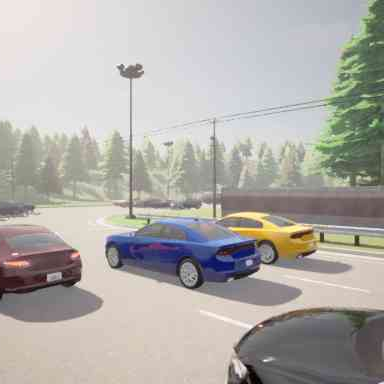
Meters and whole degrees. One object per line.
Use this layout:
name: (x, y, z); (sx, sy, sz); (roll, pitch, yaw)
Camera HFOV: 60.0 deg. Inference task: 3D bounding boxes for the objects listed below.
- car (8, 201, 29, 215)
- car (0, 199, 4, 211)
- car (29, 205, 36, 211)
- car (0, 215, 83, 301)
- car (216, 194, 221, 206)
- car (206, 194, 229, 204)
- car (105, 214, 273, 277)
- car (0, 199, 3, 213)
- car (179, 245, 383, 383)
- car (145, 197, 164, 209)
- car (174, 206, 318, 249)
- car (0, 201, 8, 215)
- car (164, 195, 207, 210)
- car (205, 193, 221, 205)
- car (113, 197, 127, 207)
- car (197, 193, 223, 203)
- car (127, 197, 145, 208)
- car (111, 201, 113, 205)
car: (-17.525, 1.527, 29.621); (1.812, 1.442, 4.674); (0, 0, 43)
car: (-24.087, 1.566, 37.995); (1.994, 1.385, 4.181); (0, 0, 43)
car: (-18.561, 1.603, 33.661); (1.895, 1.301, 4.718); (0, 0, 43)
car: (-4.443, 1.526, 8.193); (4.674, 1.442, 1.812); (0, 0, 42)
car: (6.384, 1.528, 55.570); (1.812, 1.442, 4.674); (0, 0, 43)
car: (4.997, 1.353, 64.362); (2.097, 1.767, 4.553); (0, 0, 43)
car: (-0.504, 1.478, 9.330); (5.008, 1.535, 1.882); (0, 0, 43)
car: (-22.641, 1.493, 34.396); (2.128, 1.511, 4.902); (0, 0, 43)
car: (2.429, 1.492, 1.976); (4.902, 1.511, 2.128); (0, 0, 42)
car: (-3.560, 1.603, 44.796); (1.895, 1.301, 4.718); (0, 0, 43)
car: (1.856, 1.478, 11.915); (5.008, 1.535, 1.882); (0, 0, 43)
car: (-17.027, 1.493, 24.991); (2.128, 1.511, 4.902); (0, 0, 43)
car: (-0.777, 1.493, 42.650); (2.128, 1.511, 4.902); (0, 0, 43)
car: (4.420, 1.226, 58.620); (2.150, 2.045, 5.566); (0, 0, 43)
car: (-8.695, 1.481, 49.554); (1.882, 1.535, 5.008); (0, 1, 43)
car: (3.711, 1.228, 68.073); (2.150, 2.045, 5.566); (0, 0, 43)
car: (-6.244, 1.492, 47.049); (2.128, 1.511, 4.902); (0, 0, 43)
car: (-10.533, 1.528, 52.718); (1.812, 1.442, 4.674); (0, 0, 43)
